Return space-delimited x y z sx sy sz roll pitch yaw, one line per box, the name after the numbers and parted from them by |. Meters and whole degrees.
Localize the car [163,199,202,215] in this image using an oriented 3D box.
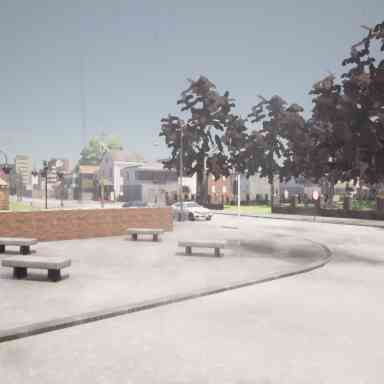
-1.092 1.505 35.627 1.837 1.490 4.892 0 0 -36 | car

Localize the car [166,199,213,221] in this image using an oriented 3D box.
-0.267 1.526 27.279 1.812 1.442 4.674 0 0 -36 | car

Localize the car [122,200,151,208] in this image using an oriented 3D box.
-5.865 1.564 35.164 1.994 1.385 4.181 0 0 -35 | car
